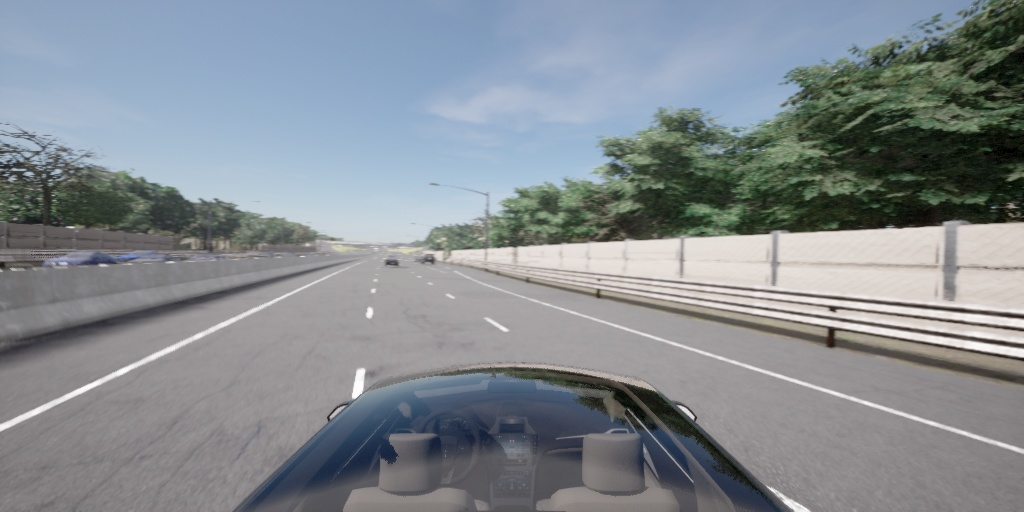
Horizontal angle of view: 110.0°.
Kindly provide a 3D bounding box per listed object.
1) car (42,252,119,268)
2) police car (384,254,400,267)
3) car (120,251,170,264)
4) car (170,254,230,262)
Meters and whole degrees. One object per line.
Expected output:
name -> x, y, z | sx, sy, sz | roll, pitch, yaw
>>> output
car -> -30.158, 0.404, 25.320 | 1.812, 1.442, 4.674 | 2, 0, -20
police car -> -17.376, 0.775, 51.939 | 1.930, 1.638, 5.238 | 2, 0, -20
car -> -27.226, 0.536, 27.506 | 1.994, 1.385, 4.181 | 2, 0, -20
car -> -23.614, 0.573, 27.794 | 2.128, 1.511, 4.902 | 2, 0, -20
